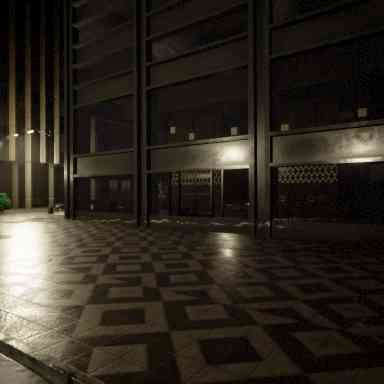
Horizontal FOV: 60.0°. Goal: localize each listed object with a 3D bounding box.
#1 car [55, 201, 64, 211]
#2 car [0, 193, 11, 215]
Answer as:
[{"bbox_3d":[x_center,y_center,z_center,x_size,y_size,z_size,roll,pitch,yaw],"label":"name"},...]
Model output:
[{"bbox_3d":[-13.404,1.323,38.607,1.882,1.535,5.008,0,0,35],"label":"car"},{"bbox_3d":[-19.424,1.110,30.076,2.150,2.045,5.566,0,0,37],"label":"car"}]
